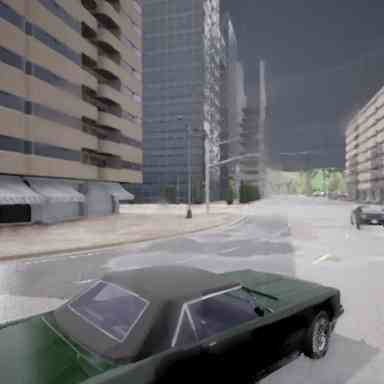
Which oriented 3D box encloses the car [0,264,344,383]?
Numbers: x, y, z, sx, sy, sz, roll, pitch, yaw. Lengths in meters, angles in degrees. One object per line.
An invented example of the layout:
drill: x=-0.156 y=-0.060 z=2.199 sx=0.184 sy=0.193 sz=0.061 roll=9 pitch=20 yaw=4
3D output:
car: x=0.007 y=1.629 z=4.181 sx=4.718 sy=1.301 sz=1.895 roll=0 pitch=0 yaw=-41

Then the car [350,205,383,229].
car: x=11.694 y=1.615 z=22.037 sx=1.812 sy=1.442 sz=4.674 roll=0 pitch=0 yaw=20
